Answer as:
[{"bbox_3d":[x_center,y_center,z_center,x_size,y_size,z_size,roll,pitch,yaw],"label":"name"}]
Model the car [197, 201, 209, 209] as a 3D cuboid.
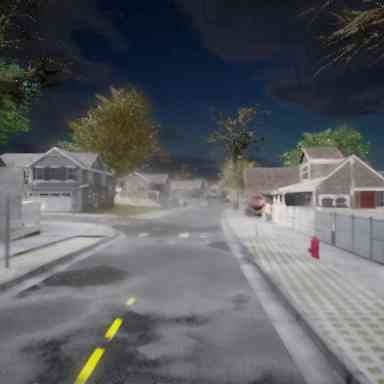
[{"bbox_3d":[2.121,2.457,61.873,1.812,1.442,4.674,0,0,9],"label":"car"}]
